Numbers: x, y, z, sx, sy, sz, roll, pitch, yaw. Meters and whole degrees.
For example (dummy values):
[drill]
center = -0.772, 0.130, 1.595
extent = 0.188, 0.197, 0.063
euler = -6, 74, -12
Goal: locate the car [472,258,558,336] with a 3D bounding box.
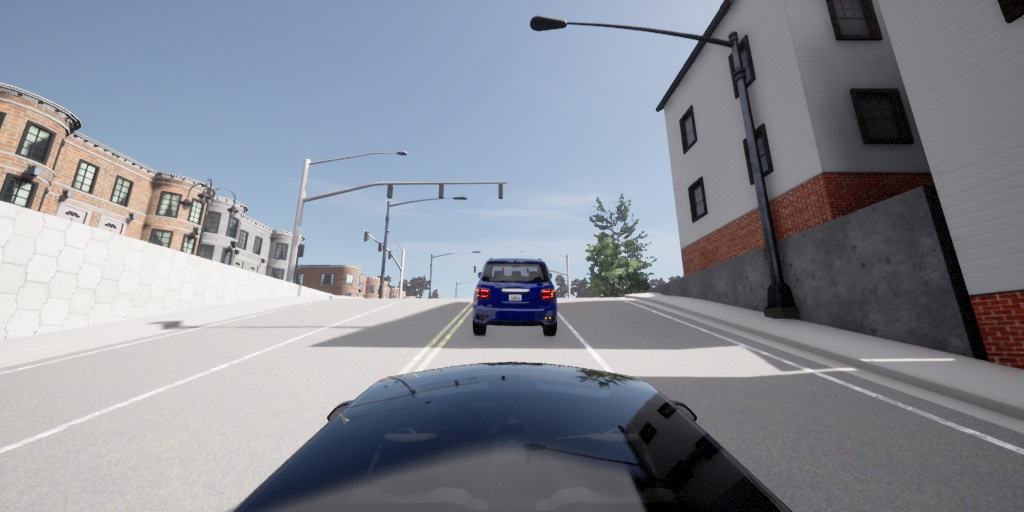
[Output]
[car]
center = 0.089, 1.096, 11.008
extent = 2.150, 2.045, 5.566
euler = 1, -1, 0
